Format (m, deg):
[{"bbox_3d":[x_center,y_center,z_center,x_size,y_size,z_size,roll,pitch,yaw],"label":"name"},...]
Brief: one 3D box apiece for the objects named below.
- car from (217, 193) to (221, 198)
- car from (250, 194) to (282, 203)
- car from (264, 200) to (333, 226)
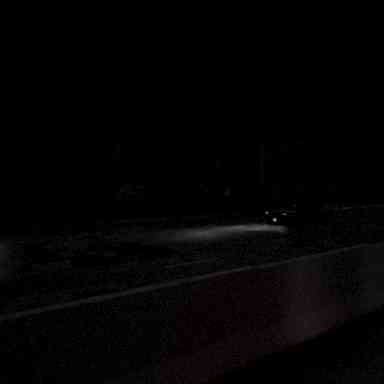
[{"bbox_3d":[5.427,0.876,70.310,1.994,1.385,4.181,-1,1,-6],"label":"car"},{"bbox_3d":[8.872,1.086,44.473,2.033,1.411,5.357,-1,1,-35],"label":"car"},{"bbox_3d":[6.907,1.363,21.501,4.718,1.301,1.895,-1,1,-33],"label":"car"}]
